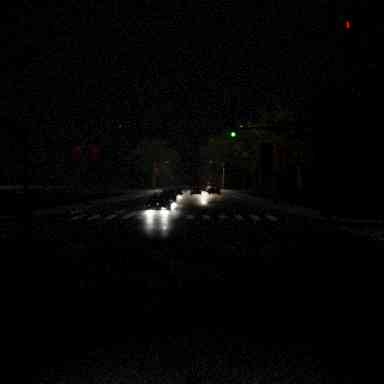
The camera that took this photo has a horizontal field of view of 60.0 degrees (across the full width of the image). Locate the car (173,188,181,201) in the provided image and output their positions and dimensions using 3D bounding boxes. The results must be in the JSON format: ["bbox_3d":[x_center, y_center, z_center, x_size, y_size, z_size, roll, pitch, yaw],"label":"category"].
[{"bbox_3d":[-2.745,0.385,39.699,2.128,1.511,4.902,0,2,0],"label":"car"}]

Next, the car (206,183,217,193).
[{"bbox_3d":[4.032,-0.906,70.015,2.150,2.045,5.566,0,2,0],"label":"car"}]

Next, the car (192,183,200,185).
[{"bbox_3d":[0.782,-0.904,70.035,2.150,2.045,5.566,0,2,0],"label":"car"}]

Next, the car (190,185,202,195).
[{"bbox_3d":[0.721,-0.116,60.016,1.994,1.385,4.181,0,2,0],"label":"car"}]

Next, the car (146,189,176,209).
[{"bbox_3d":[-2.801,0.749,29.359,1.994,1.385,4.181,0,2,1],"label":"car"}]

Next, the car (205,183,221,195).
[{"bbox_3d":[3.970,-0.328,59.960,2.097,1.767,4.553,0,2,0],"label":"car"}]
